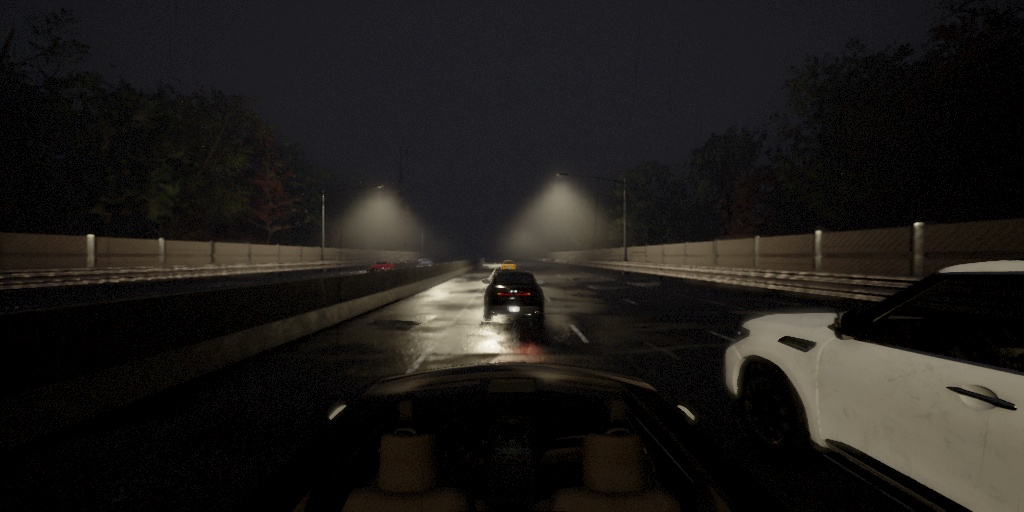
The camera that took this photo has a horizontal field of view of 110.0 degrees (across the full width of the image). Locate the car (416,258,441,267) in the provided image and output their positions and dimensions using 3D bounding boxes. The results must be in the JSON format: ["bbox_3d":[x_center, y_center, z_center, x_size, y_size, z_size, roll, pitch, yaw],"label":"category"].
[{"bbox_3d":[-11.186,1.312,47.294,2.033,1.411,5.357,0,0,-1],"label":"car"}]

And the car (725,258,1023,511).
[{"bbox_3d":[3.595,0.971,1.854,2.150,2.045,5.566,0,0,0],"label":"car"}]

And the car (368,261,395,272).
[{"bbox_3d":[-14.533,1.288,40.319,1.812,1.442,4.674,0,0,-1],"label":"car"}]

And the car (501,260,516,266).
[{"bbox_3d":[-0.431,1.222,44.195,1.801,1.575,5.366,0,0,-1],"label":"car"}]

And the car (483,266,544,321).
[{"bbox_3d":[0.055,1.259,12.562,1.837,1.490,4.892,0,0,0],"label":"car"}]
